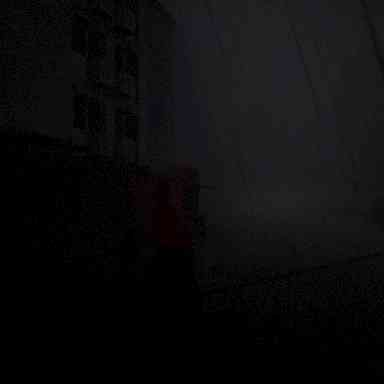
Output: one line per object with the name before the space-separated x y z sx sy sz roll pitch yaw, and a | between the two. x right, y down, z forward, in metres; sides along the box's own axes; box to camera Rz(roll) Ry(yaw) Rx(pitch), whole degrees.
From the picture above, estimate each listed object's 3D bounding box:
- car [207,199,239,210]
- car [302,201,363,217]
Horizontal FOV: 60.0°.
car | 3.959 1.601 43.633 1.895 1.301 4.718 0 0 -35
car | 12.955 1.547 31.025 2.033 1.411 5.357 0 0 -36
